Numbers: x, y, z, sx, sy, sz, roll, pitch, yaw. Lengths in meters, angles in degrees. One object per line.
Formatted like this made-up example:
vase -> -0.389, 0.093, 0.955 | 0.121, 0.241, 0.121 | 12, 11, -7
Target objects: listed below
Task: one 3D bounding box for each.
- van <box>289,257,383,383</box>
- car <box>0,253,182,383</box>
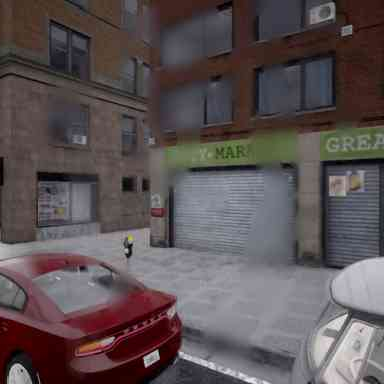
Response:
van -> 2.387, 1.341, 1.375 | 3.998, 1.788, 1.690 | 0, 0, 35
car -> -2.223, 1.544, 4.660 | 4.507, 1.381, 1.887 | 0, 0, 35
